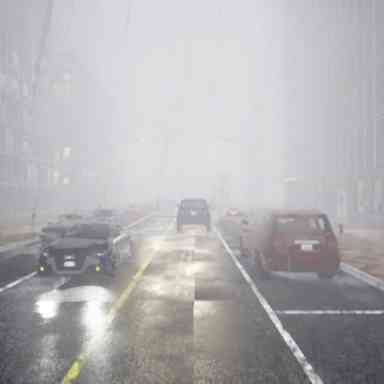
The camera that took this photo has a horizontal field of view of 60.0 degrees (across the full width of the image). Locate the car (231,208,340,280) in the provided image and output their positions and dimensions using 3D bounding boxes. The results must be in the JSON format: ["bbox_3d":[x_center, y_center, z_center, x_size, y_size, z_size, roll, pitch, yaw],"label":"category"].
[{"bbox_3d":[2.694,1.398,10.192,2.192,1.841,5.009,0,0,0],"label":"car"}]

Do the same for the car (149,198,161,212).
[{"bbox_3d":[-5.690,1.895,44.354,2.008,1.369,4.403,0,0,0],"label":"car"}]

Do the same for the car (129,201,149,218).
[{"bbox_3d":[-5.689,1.841,32.968,1.802,1.307,4.206,0,0,0],"label":"car"}]

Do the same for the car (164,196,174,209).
[{"bbox_3d":[-3.003,1.932,54.600,1.882,1.535,5.008,0,0,0],"label":"car"}]

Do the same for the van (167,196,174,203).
[{"bbox_3d":[-5.691,2.009,89.893,1.690,1.788,3.998,0,0,0],"label":"van"}]

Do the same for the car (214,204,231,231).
[{"bbox_3d":[2.692,1.699,21.744,1.752,1.417,4.829,0,0,0],"label":"car"}]

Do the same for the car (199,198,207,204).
[{"bbox_3d":[2.689,2.210,84.184,1.802,1.307,4.206,0,0,0],"label":"car"}]

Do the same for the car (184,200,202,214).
[{"bbox_3d":[0.098,1.815,41.725,2.128,1.511,4.902,0,0,0],"label":"car"}]

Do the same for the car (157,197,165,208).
[{"bbox_3d":[-5.690,1.972,55.738,1.887,1.381,4.507,0,0,0],"label":"car"}]

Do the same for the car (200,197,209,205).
[{"bbox_3d":[2.690,1.989,72.801,1.967,1.590,4.097,0,0,0],"label":"car"}]

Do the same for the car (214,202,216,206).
[{"bbox_3d":[2.691,1.951,50.034,1.947,1.339,4.313,0,0,0],"label":"car"}]

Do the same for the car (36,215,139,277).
[{"bbox_3d":[-3.101,1.649,10.420,1.994,1.385,4.181,0,0,0],"label":"car"}]

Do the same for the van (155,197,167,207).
[{"bbox_3d":[-5.690,1.809,61.432,1.690,1.788,3.998,0,0,0],"label":"van"}]

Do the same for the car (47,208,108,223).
[{"bbox_3d":[-5.688,1.679,15.894,2.008,1.369,4.403,0,0,0],"label":"car"}]

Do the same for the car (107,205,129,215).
[{"bbox_3d":[-5.689,1.739,21.586,1.947,1.339,4.313,0,0,0],"label":"car"}]

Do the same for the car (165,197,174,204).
[{"bbox_3d":[-5.691,2.069,84.199,1.967,1.590,4.097,0,0,0],"label":"car"}]

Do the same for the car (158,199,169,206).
[{"bbox_3d":[-5.691,2.091,67.123,1.802,1.307,4.206,0,0,0],"label":"car"}]

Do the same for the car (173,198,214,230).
[{"bbox_3d":[0.099,1.402,22.485,2.150,2.045,5.566,0,0,0],"label":"car"}]
